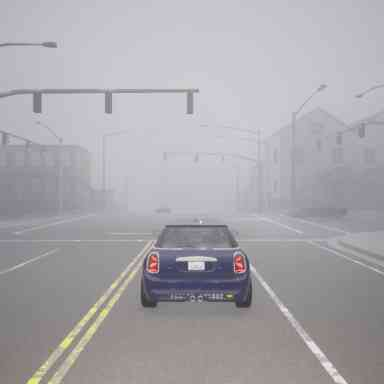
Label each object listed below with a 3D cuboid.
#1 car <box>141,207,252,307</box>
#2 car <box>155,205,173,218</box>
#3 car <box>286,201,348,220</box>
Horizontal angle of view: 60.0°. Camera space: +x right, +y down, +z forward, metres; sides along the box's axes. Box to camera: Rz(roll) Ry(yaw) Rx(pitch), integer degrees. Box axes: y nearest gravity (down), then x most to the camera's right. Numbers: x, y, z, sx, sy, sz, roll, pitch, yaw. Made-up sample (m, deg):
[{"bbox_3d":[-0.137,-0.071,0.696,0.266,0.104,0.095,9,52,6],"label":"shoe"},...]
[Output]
[{"bbox_3d":[0.093,1.352,8.116,2.097,1.767,4.553,0,0,0],"label":"car"},{"bbox_3d":[-3.558,2.570,42.599,1.895,1.301,4.718,0,-8,0],"label":"car"},{"bbox_3d":[10.362,1.493,27.596,4.902,1.511,2.128,0,0,-1],"label":"car"}]
